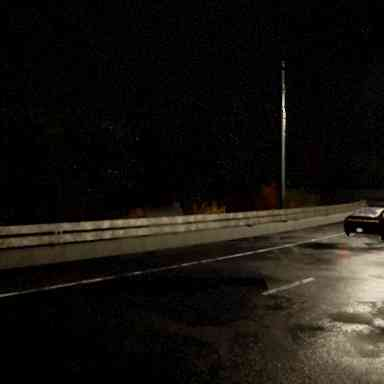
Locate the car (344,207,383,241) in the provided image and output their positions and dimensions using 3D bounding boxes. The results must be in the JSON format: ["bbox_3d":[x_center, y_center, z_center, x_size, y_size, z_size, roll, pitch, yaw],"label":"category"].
[{"bbox_3d":[9.419,1.535,17.055,2.128,1.511,4.902,0,0,44],"label":"car"}]
